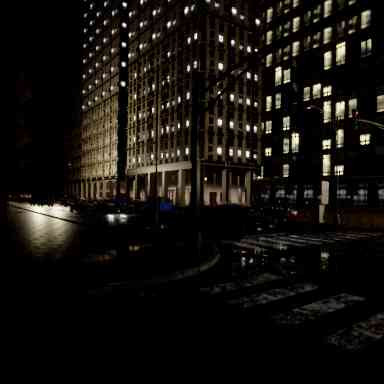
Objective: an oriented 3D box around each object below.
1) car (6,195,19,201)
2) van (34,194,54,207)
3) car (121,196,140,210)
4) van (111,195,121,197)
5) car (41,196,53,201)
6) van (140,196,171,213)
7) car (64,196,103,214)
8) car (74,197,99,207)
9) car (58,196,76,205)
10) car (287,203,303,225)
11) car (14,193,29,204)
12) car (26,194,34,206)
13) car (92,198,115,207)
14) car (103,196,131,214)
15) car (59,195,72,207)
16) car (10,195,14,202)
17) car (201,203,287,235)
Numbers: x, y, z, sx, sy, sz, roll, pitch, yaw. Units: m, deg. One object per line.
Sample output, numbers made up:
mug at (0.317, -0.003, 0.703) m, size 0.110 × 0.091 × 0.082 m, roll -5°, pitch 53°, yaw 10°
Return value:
car at (-40.184, 1.377, 74.429) m, size 2.008 × 1.369 × 4.403 m, roll 1°, pitch -1°, yaw -35°
van at (-20.600, 1.197, 46.768) m, size 1.690 × 1.788 × 3.998 m, roll 1°, pitch -1°, yaw -35°
car at (-7.238, 1.584, 42.386) m, size 2.008 × 1.369 × 4.403 m, roll 1°, pitch -1°, yaw -35°
van at (-10.498, 1.368, 46.999) m, size 1.690 × 1.788 × 3.998 m, roll 1°, pitch -1°, yaw -35°
car at (-36.610, 1.570, 83.880) m, size 1.802 × 1.307 × 4.206 m, roll 1°, pitch -1°, yaw -35°
van at (-3.971, 1.382, 37.778) m, size 1.690 × 1.788 × 3.998 m, roll 1°, pitch -1°, yaw -35°
car at (-10.814, 1.427, 32.935) m, size 2.008 × 1.369 × 4.403 m, roll 1°, pitch -1°, yaw -35°
car at (-16.013, 1.517, 50.296) m, size 2.033 × 1.411 × 5.357 m, roll 1°, pitch -1°, yaw -36°
car at (-22.141, 1.463, 58.951) m, size 1.837 × 1.490 × 4.892 m, roll 1°, pitch -1°, yaw -35°
car at (5.818, 1.505, 23.945) m, size 1.967 × 1.590 × 4.097 m, roll 1°, pitch -1°, yaw -35°
car at (-30.390, 1.154, 60.600) m, size 2.192 × 1.841 × 5.009 m, roll 1°, pitch -1°, yaw -35°
car at (-23.868, 1.432, 51.377) m, size 1.802 × 1.307 × 4.206 m, roll 1°, pitch -1°, yaw -35°
car at (-13.766, 1.586, 51.607) m, size 1.947 × 1.339 × 4.313 m, roll 1°, pitch -1°, yaw -35°
car at (-8.596, 1.475, 34.290) m, size 2.033 × 1.411 × 5.357 m, roll 1°, pitch -1°, yaw -35°
car at (-16.555, 1.263, 45.624) m, size 2.097 × 1.767 × 4.553 m, roll 1°, pitch -1°, yaw -35°
car at (-36.921, 1.396, 69.819) m, size 1.947 × 1.339 × 4.313 m, roll 1°, pitch -1°, yaw -35°
car at (2.507, 1.432, 18.593) m, size 1.882 × 1.535 × 5.008 m, roll 1°, pitch -1°, yaw -35°
